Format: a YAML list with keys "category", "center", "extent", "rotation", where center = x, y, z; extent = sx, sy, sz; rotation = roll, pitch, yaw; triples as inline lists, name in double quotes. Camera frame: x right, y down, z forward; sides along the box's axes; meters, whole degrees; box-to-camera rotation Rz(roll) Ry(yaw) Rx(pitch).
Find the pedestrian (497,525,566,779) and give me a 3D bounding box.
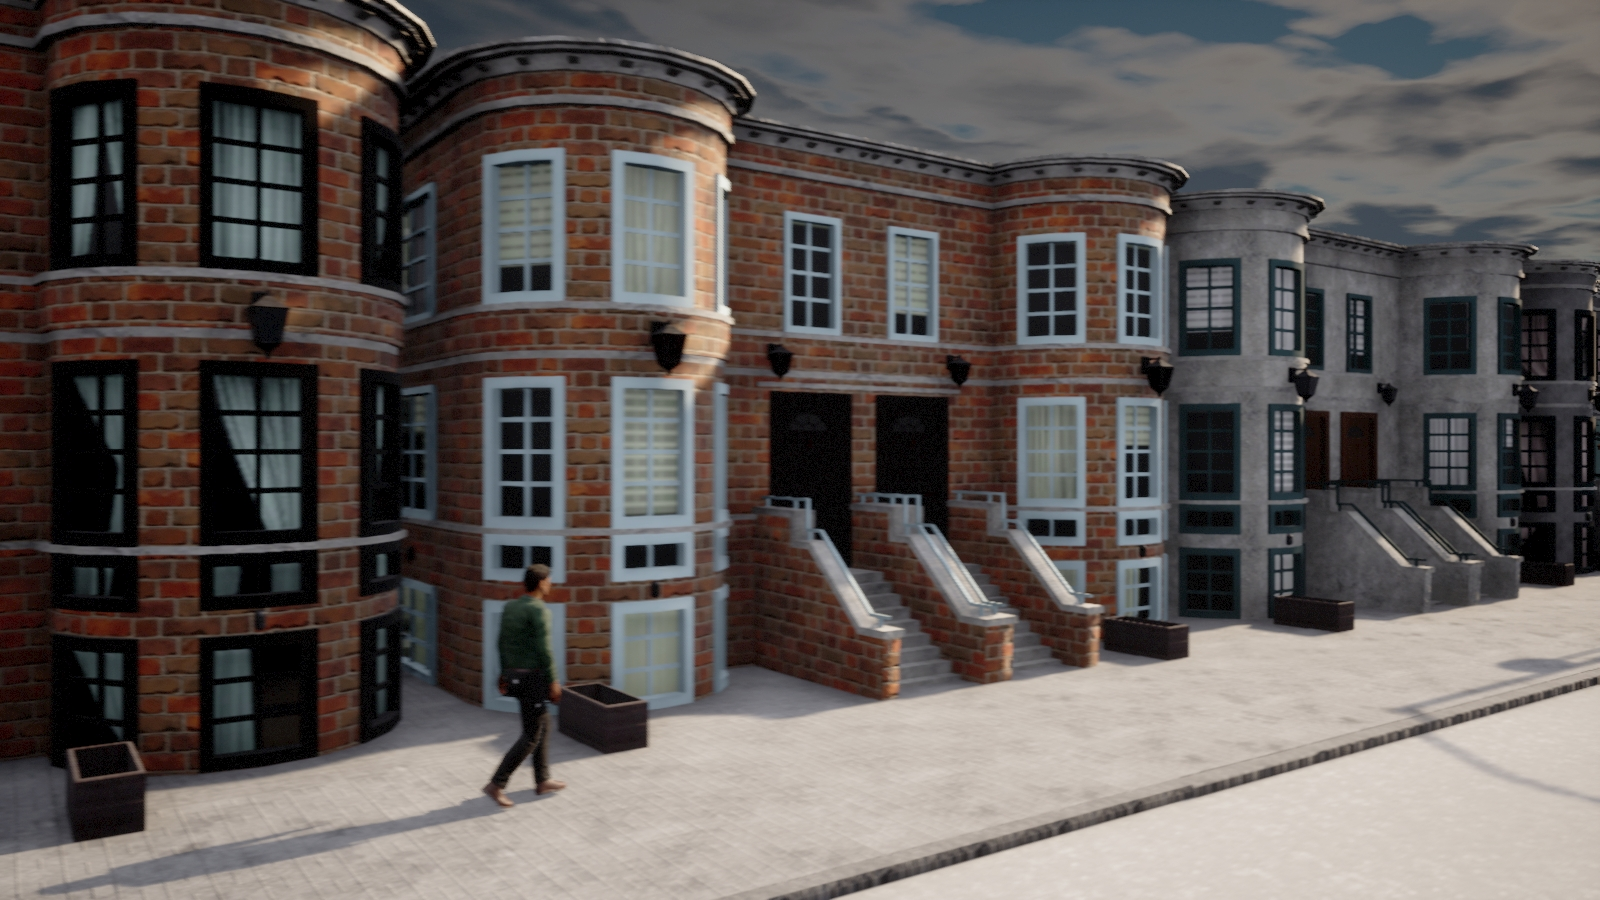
- category: "pedestrian"
  center: [-2.064, 1.526, 8.783]
  extent: [0.375, 1.860, 0.375]
  rotation: [0, 0, -42]
